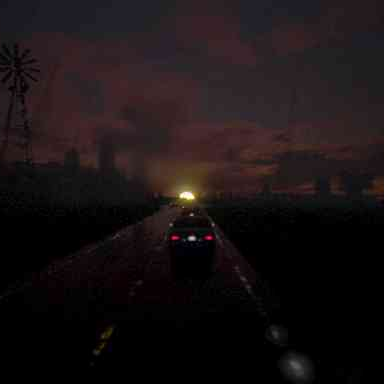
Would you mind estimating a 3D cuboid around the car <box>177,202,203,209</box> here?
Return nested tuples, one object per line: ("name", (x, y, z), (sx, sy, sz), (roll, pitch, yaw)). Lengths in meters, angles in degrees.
("car", (0.004, 1.846, 29.364), (1.994, 1.385, 4.181), (0, 0, 0))

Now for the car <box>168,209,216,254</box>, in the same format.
("car", (0.000, 1.681, 14.002), (2.033, 1.411, 5.357), (0, -1, 0))

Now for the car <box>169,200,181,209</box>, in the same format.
("car", (-2.757, 2.022, 56.210), (1.882, 1.535, 5.008), (0, -1, 0))
